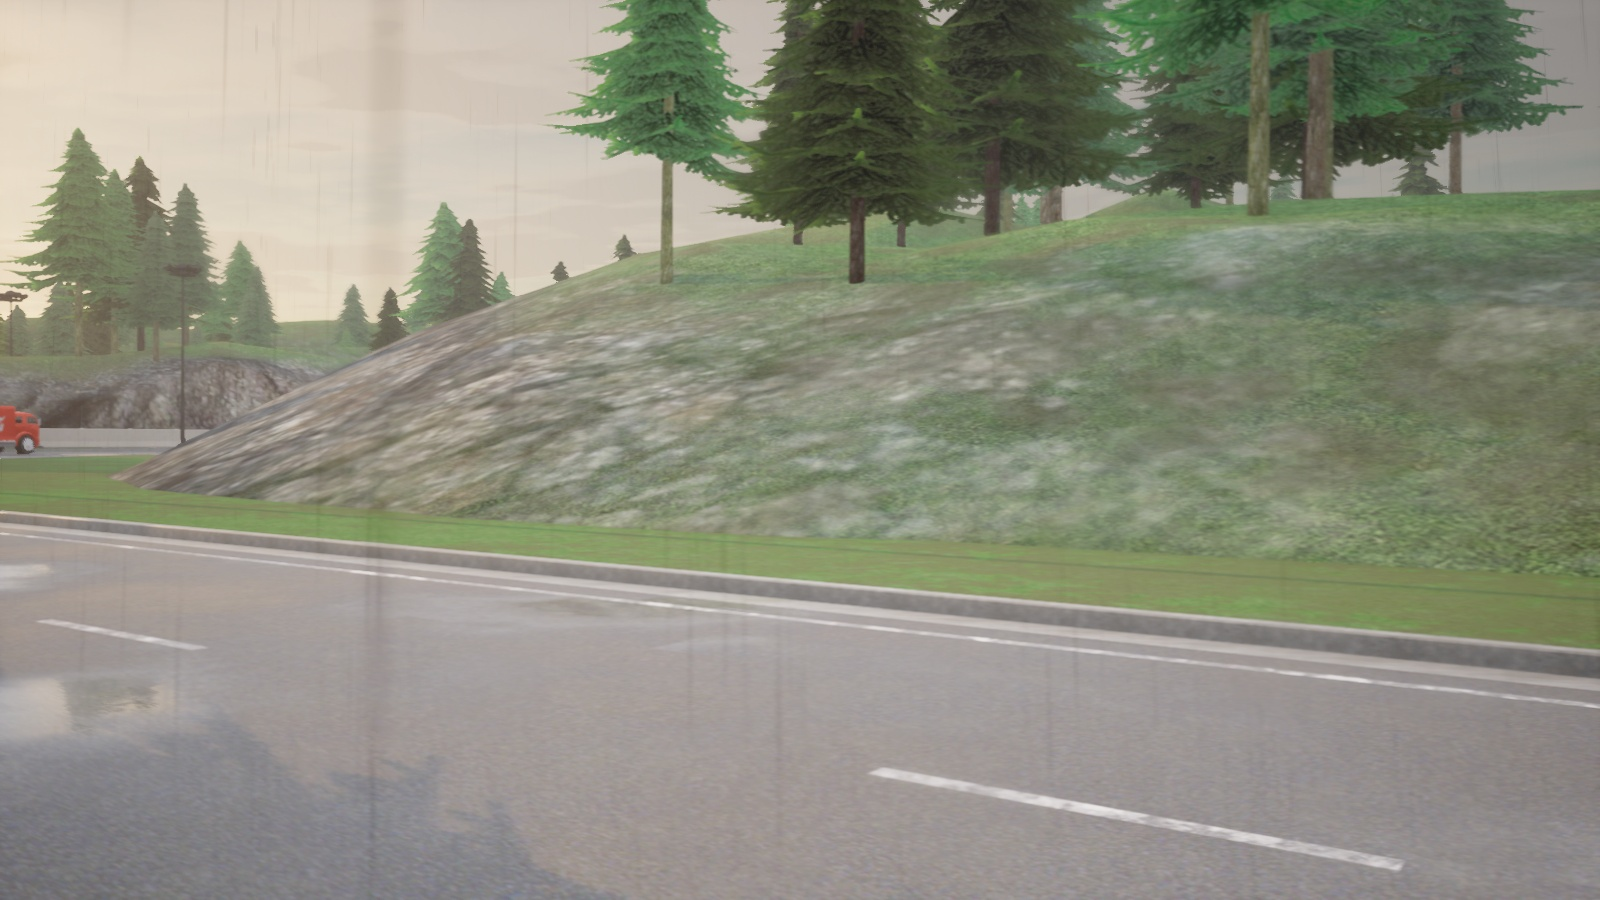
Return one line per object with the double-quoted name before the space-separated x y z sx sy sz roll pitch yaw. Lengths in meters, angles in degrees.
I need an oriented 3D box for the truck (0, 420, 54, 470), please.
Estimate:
"truck" -40.432 -0.244 62.600 2.627 2.467 5.204 -1 1 14
